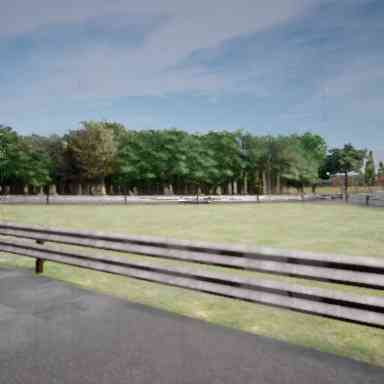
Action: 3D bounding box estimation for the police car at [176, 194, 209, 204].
[{"bbox_3d":[0.067,1.176,52.558,4.974,1.542,2.038,0,-1,-17],"label":"police car"}]
